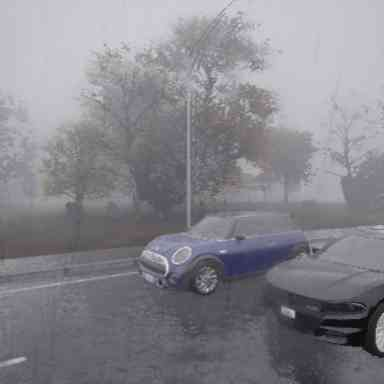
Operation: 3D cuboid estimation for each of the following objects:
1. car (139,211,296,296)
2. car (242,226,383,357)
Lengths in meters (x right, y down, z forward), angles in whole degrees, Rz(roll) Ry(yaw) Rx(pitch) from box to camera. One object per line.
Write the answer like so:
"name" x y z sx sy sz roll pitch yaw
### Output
"car" 0.947 1.327 8.649 4.553 1.767 2.097 0 0 -32
"car" 3.505 1.465 6.140 5.008 1.535 1.882 0 0 -32
